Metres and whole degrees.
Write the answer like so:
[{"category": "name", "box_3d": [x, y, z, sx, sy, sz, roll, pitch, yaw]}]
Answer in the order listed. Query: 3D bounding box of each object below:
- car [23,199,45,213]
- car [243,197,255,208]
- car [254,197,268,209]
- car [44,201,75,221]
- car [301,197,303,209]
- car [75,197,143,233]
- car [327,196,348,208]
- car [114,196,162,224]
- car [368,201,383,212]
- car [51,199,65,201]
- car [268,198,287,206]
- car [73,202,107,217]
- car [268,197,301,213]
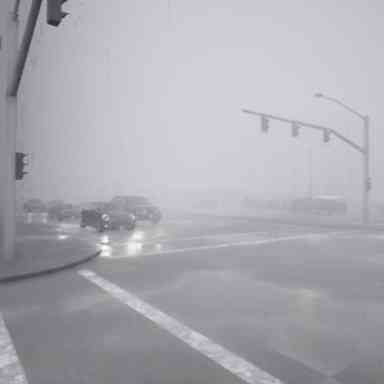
[{"category": "car", "box_3d": [-17.994, 1.541, 37.991, 1.837, 1.490, 4.892, 1, 0, -36]}, {"category": "car", "box_3d": [10.472, 1.673, 53.849, 4.605, 1.855, 1.932, 1, -1, -35]}, {"category": "car", "box_3d": [12.062, 1.884, 51.686, 3.905, 1.438, 1.784, 1, -1, -35]}, {"category": "car", "box_3d": [-10.387, 1.640, 27.383, 1.895, 1.301, 4.718, 1, -1, -36]}, {"category": "car", "box_3d": [19.557, 1.871, 67.081, 4.605, 1.855, 1.932, 1, -1, -35]}, {"category": "car", "box_3d": [-5.133, 1.392, 20.081, 2.097, 1.767, 4.553, 1, -1, -36]}, {"category": "car", "box_3d": [33.844, 2.105, 77.219, 3.866, 1.878, 1.905, 1, -1, -35]}, {"category": "car", "box_3d": [-4.413, 1.307, 25.069, 2.150, 2.045, 5.566, 1, -1, -36]}, {"category": "car", "box_3d": [29.391, 2.115, 53.339, 3.806, 1.475, 1.970, 1, -1, -35]}, {"category": "car", "box_3d": [-17.219, 1.630, 42.924, 2.033, 1.411, 5.357, 1, 0, -35]}, {"category": "car", "box_3d": [17.934, 2.082, 69.481, 3.905, 1.438, 1.784, 1, -1, -35]}, {"category": "car", "box_3d": [-10.237, 1.686, 33.172, 1.895, 1.301, 4.718, 1, -1, -36]}, {"category": "car", "box_3d": [13.733, 1.916, 49.323, 3.806, 1.475, 1.970, 1, -1, -35]}]
